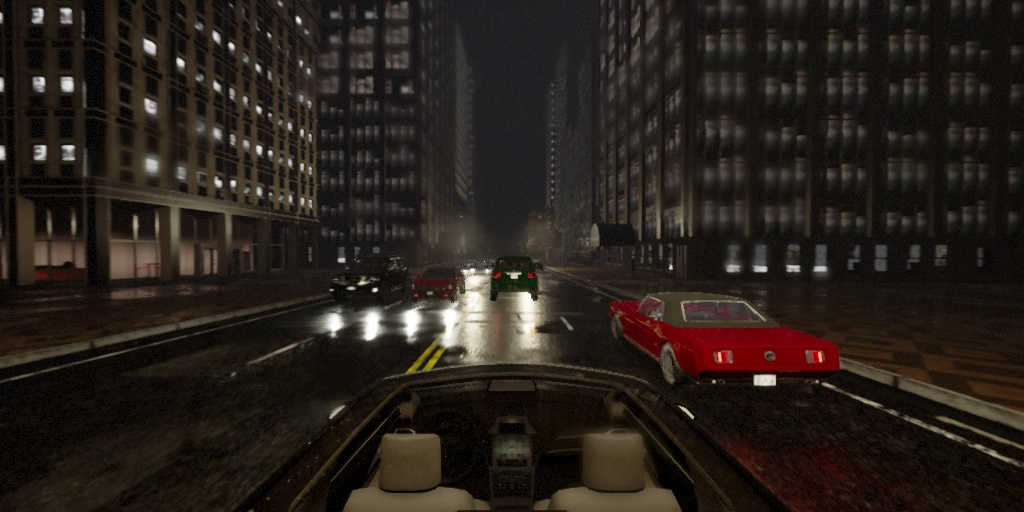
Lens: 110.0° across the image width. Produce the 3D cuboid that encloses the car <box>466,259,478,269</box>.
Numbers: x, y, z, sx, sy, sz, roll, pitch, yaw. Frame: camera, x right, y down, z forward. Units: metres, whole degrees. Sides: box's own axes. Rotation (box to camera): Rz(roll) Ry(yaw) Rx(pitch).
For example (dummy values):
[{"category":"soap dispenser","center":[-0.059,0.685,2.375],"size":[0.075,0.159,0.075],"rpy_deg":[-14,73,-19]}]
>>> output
[{"category":"car","center":[-6.564,1.243,57.220],"size":[2.128,1.511,4.902],"rpy_deg":[0,0,1]}]

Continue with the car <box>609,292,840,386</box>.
[{"category":"car","center":[3.349,1.354,6.956],"size":[1.895,1.301,4.718],"rpy_deg":[0,0,0]}]

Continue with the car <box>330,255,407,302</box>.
[{"category":"car","center":[-6.601,0.980,17.484],"size":[2.150,2.045,5.566],"rpy_deg":[0,0,0]}]

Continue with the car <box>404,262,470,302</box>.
[{"category":"car","center":[-3.353,1.235,17.126],"size":[1.882,1.535,5.008],"rpy_deg":[0,0,0]}]

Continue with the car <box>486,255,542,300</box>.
[{"category":"car","center":[0.094,0.980,17.988],"size":[2.150,2.045,5.566],"rpy_deg":[0,0,0]}]
